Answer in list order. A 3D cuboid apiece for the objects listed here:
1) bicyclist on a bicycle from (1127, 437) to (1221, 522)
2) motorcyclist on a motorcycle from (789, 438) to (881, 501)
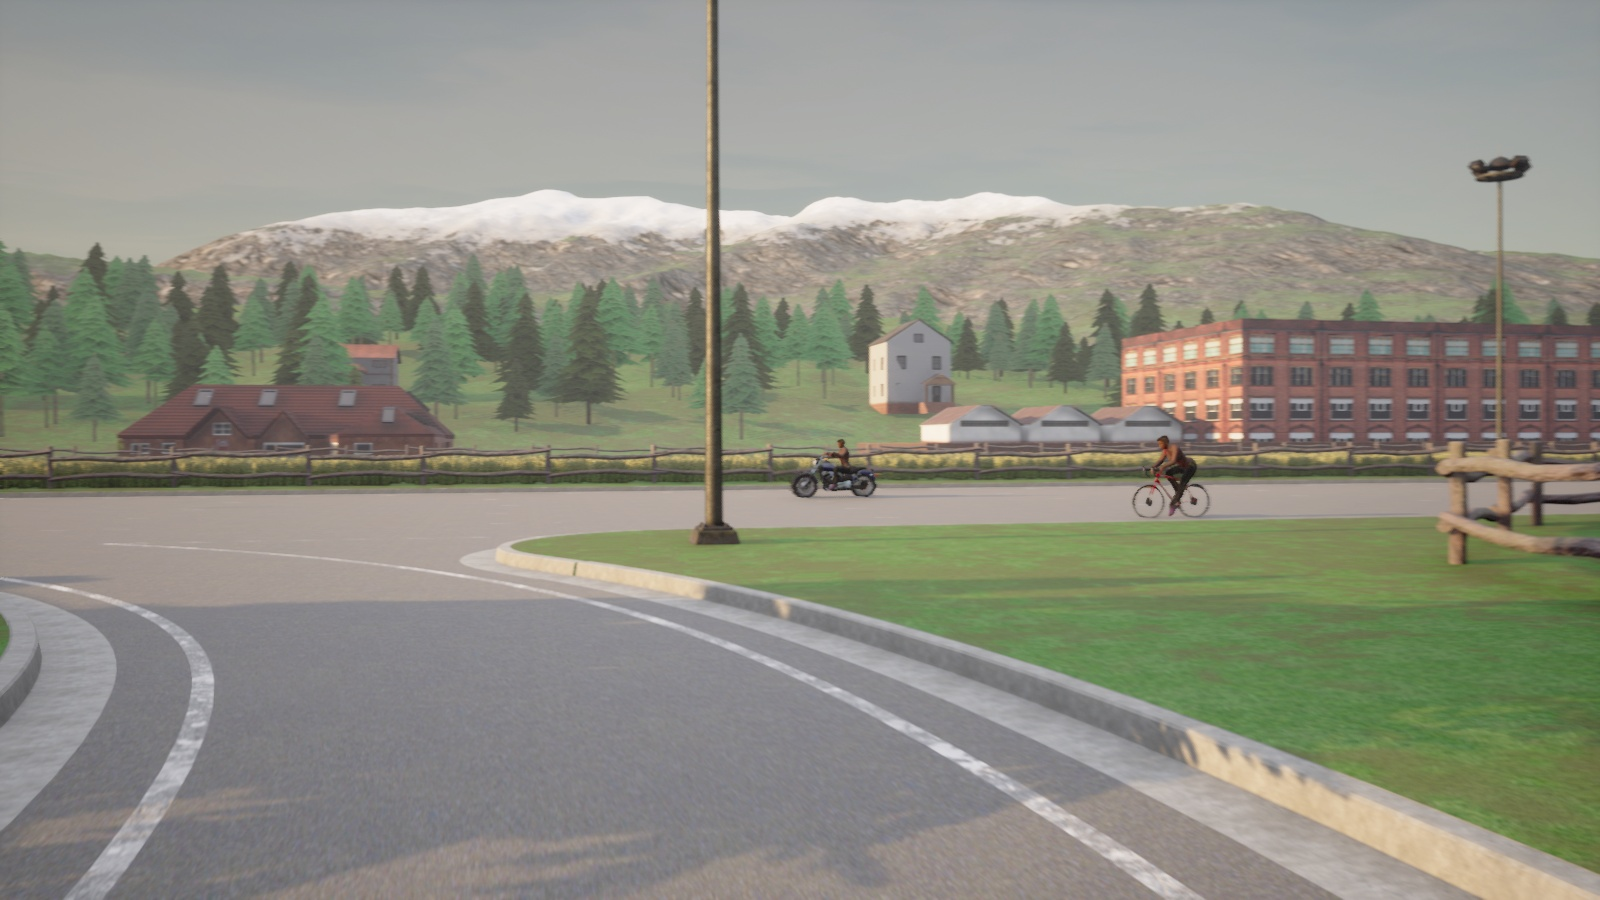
[{"bbox_3d":[7.245,0.554,24.349,1.656,1.620,0.582,0,0,-12],"label":"bicyclist on a bicycle"},{"bbox_3d":[0.949,0.505,33.748,2.350,1.649,0.766,0,0,-12],"label":"motorcyclist on a motorcycle"}]
